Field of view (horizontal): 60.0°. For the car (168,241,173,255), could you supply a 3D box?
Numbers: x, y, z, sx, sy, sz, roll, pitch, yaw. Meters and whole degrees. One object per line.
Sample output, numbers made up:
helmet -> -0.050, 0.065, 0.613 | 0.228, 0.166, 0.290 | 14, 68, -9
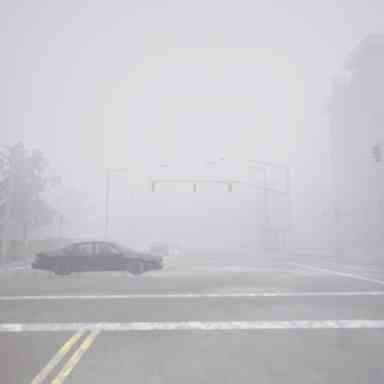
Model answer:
car -> -3.393, 5.872, 34.875 | 1.882, 1.535, 5.008 | 0, -8, 0

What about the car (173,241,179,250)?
car -> -3.203, 9.297, 57.614 | 2.128, 1.511, 4.902 | 0, -9, 1

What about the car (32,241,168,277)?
car -> -3.894, 2.824, 14.300 | 5.357, 1.411, 2.033 | -1, -8, -1
